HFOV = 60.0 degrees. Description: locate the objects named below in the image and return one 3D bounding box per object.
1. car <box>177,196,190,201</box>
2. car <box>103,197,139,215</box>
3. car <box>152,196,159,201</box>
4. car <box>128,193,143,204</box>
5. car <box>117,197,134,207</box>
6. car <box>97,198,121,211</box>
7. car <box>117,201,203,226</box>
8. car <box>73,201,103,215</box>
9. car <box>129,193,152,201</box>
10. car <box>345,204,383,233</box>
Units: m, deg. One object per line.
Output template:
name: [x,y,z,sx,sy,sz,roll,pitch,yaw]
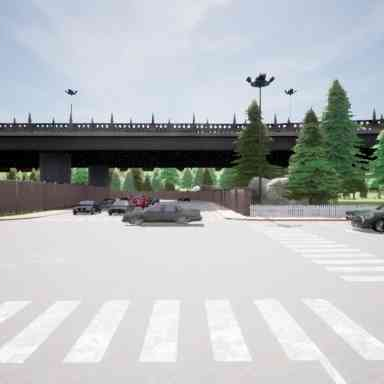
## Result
car: [-1.897,1.553,75.220,1.994,1.385,4.181,0,0,-19]
car: [-7.038,1.547,33.583,2.033,1.411,5.357,0,0,0]
car: [-7.038,1.564,53.765,1.994,1.385,4.181,0,0,0]
car: [-10.681,1.221,63.464,2.150,2.045,5.566,0,0,-3]
car: [-10.532,1.526,52.756,1.812,1.442,4.674,0,0,0]
car: [-10.538,1.526,42.575,1.812,1.442,4.674,0,0,0]
car: [-1.947,1.508,22.362,5.357,1.411,2.033,0,0,0]
car: [-10.564,1.564,33.860,1.994,1.385,4.181,0,0,0]
car: [-7.039,1.221,43.757,2.150,2.045,5.566,0,0,0]
car: [11.484,1.297,18.691,4.553,1.767,2.097,0,0,2]
